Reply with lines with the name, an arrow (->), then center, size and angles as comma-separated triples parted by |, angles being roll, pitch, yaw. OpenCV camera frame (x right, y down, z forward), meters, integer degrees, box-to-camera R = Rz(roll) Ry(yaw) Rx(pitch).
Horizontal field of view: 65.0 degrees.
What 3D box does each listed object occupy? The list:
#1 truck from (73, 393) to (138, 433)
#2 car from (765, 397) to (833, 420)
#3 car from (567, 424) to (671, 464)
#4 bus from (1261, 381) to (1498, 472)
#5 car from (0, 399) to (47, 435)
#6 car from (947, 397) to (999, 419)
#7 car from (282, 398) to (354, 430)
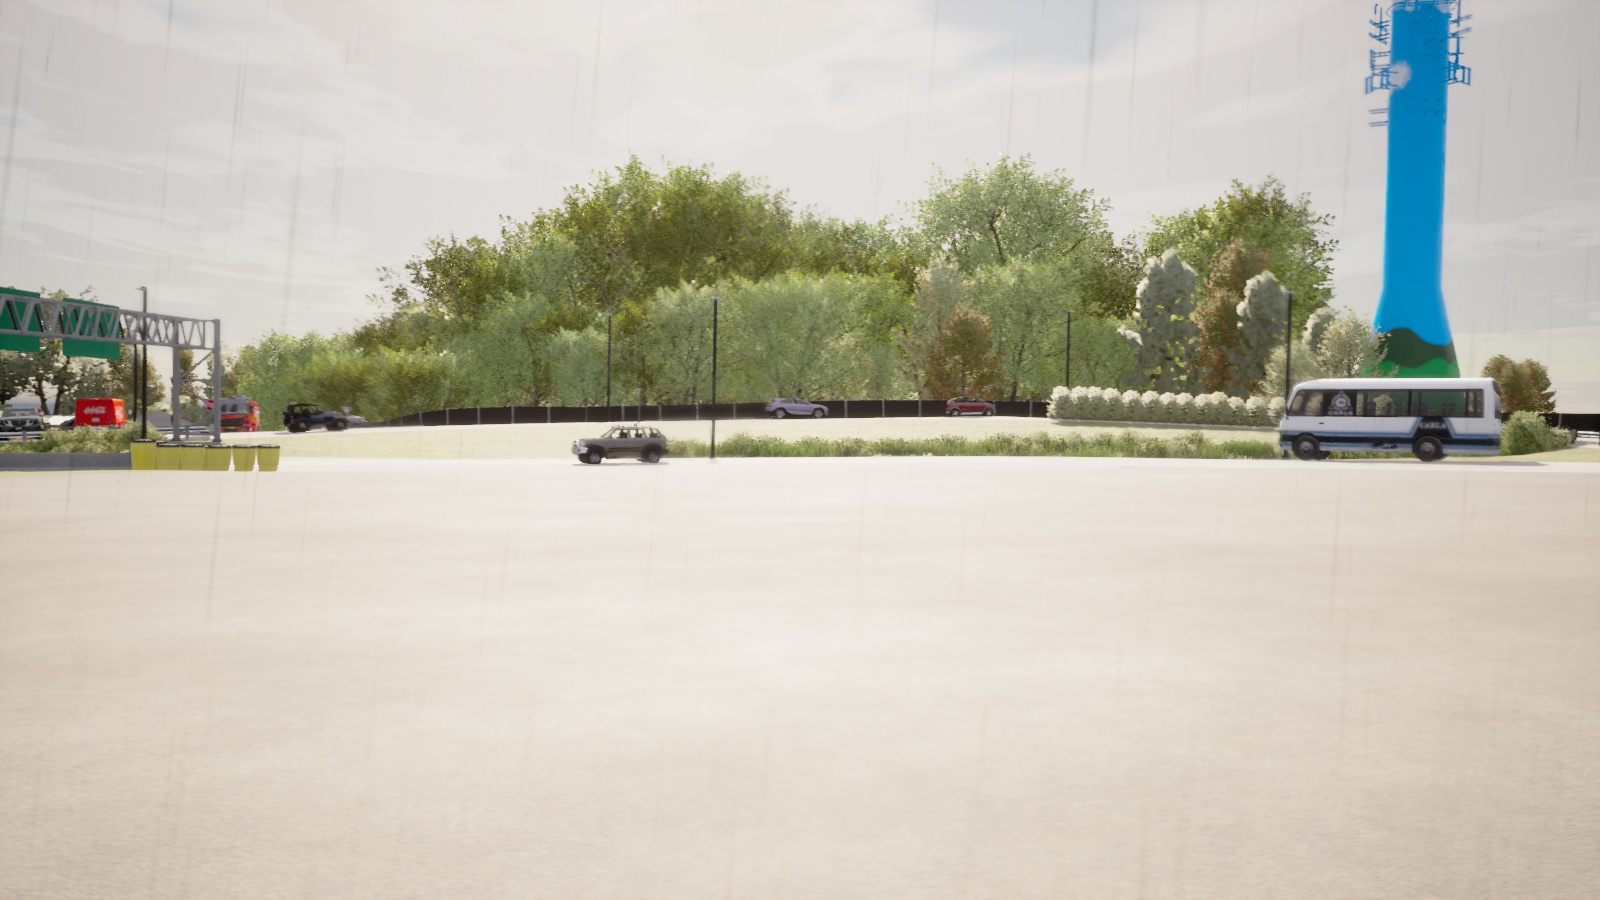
truck -> -44.920, -2.359, 81.349 | 2.627, 2.467, 5.204 | -2, 1, -18
car -> -0.093, -3.138, 94.979 | 4.856, 1.649, 2.033 | 0, 2, -9
car -> -8.713, -0.323, 60.340 | 4.605, 1.855, 1.932 | -1, 2, -23
bus -> 29.286, -1.276, 63.760 | 10.273, 4.253, 3.944 | 2, 2, 35
car -> -46.864, -1.970, 75.878 | 2.150, 2.045, 5.566 | -3, 2, -29
car -> 13.110, -3.180, 95.295 | 3.705, 1.549, 1.789 | -1, 2, 1
car -> -30.496, -2.300, 79.437 | 3.866, 1.878, 1.905 | -2, 3, -36
